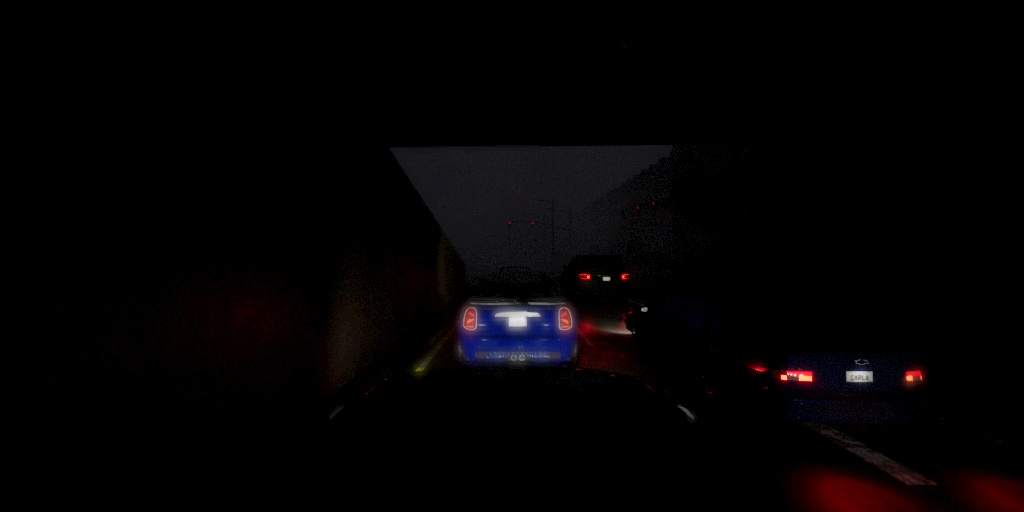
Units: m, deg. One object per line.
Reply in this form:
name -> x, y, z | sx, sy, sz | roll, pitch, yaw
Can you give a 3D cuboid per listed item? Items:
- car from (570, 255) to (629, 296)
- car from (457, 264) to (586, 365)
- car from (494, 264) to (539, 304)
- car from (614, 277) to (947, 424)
car -> 3.647, 0.971, 16.474 | 2.150, 2.045, 5.566 | 0, 0, 0
car -> 0.108, 1.102, 7.999 | 2.097, 1.767, 4.553 | 0, 0, 0
car -> 0.134, 1.228, 17.283 | 1.882, 1.535, 5.008 | 0, 0, -1
car -> 3.611, 1.297, 6.228 | 2.033, 1.411, 5.357 | 0, 0, 0
